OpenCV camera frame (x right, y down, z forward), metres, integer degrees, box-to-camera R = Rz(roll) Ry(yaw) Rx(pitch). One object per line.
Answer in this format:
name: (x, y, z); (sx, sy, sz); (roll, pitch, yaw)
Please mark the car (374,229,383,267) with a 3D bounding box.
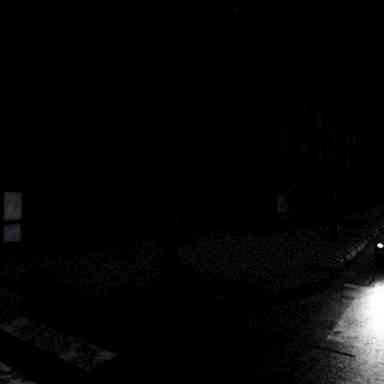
car: (7.178, 1.606, 10.798); (1.895, 1.301, 4.718); (0, 0, 35)
